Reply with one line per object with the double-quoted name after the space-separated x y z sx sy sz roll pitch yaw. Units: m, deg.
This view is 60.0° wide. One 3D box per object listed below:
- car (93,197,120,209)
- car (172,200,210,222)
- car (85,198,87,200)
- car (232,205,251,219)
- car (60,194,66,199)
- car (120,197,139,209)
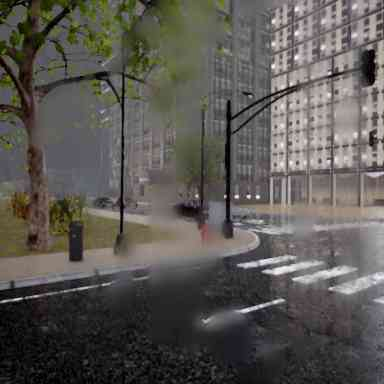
-11.281 1.384 42.442 1.812 1.442 4.674 1 0 -34 "car"
0.357 1.379 25.038 2.128 1.511 4.902 1 0 -34 "car"
-28.828 1.403 86.342 1.837 1.490 4.892 1 0 -34 "car"
2.642 1.532 27.463 1.895 1.301 4.718 1 0 -34 "car"
-31.529 1.399 84.533 2.033 1.411 5.357 1 0 -34 "car"
-8.814 1.427 44.601 1.812 1.442 4.674 1 0 -34 "car"
